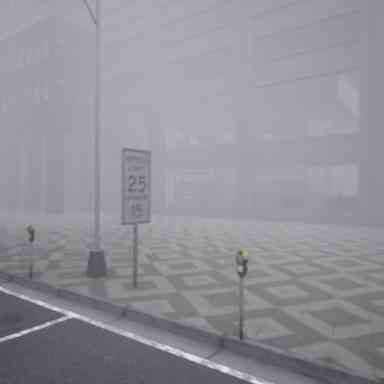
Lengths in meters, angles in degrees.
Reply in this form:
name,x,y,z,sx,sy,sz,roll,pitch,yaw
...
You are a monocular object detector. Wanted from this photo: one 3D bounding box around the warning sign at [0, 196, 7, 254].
name,x,y,z,sx,sy,sz,roll,pitch,yaw
warning sign,-6.885,1.064,10.710,1.060,1.860,1.300,1,0,35
